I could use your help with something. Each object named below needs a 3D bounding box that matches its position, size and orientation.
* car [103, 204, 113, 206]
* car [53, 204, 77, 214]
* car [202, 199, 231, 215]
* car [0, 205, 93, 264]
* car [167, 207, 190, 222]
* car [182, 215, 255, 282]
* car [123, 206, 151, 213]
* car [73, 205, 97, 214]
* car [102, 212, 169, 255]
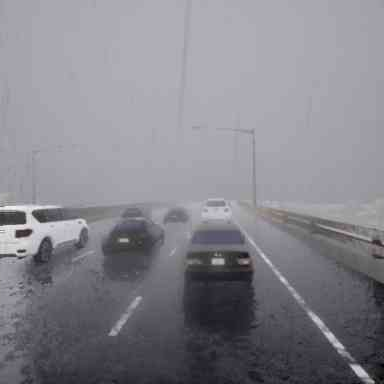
[{"bbox_3d":[-13.491,2.623,53.587,1.994,1.385,4.181,-1,-1,6],"label":"car"},{"bbox_3d":[-20.497,2.762,53.753,1.994,1.385,4.181,-1,-1,6],"label":"car"},{"bbox_3d":[2.033,1.581,27.609,2.150,2.045,5.566,-1,-1,5],"label":"car"},{"bbox_3d":[-6.015,1.527,13.204,2.150,2.045,5.566,-1,-1,4],"label":"car"},{"bbox_3d":[-1.311,2.015,29.529,1.994,1.385,4.181,-1,-1,5],"label":"car"},{"bbox_3d":[0.779,1.675,10.129,2.033,1.411,5.357,-1,-1,4],"label":"car"},{"bbox_3d":[-4.838,2.024,29.349,1.837,1.490,4.892,-1,0,5],"label":"car"},{"bbox_3d":[-17.044,2.723,53.159,1.895,1.301,4.718,-1,-1,6],"label":"car"},{"bbox_3d":[-2.404,1.816,14.483,1.994,1.385,4.181,-1,-1,4],"label":"car"}]
